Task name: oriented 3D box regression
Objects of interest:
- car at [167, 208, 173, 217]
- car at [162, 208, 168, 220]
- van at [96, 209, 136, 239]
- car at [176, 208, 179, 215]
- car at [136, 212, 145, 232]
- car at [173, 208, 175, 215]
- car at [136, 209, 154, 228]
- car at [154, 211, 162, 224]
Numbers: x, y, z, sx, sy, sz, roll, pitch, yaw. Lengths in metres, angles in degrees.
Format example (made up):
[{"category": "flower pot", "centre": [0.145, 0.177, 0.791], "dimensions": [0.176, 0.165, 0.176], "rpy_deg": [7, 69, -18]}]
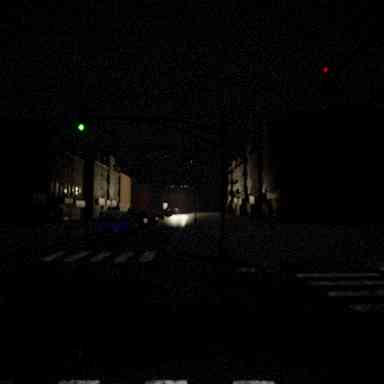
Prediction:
[{"category": "car", "centre": [-5.140, 4.106, 62.669], "dimensions": [1.887, 1.381, 4.507], "rpy_deg": [1, -3, 0]}, {"category": "car", "centre": [-5.173, 3.669, 52.097], "dimensions": [1.802, 1.307, 4.206], "rpy_deg": [2, -2, 0]}, {"category": "van", "centre": [-5.255, 2.183, 22.666], "dimensions": [1.690, 1.788, 3.998], "rpy_deg": [2, -2, 0]}, {"category": "car", "centre": [-5.077, 5.103, 83.807], "dimensions": [2.008, 1.369, 4.403], "rpy_deg": [1, -3, 0]}, {"category": "car", "centre": [-5.251, 2.529, 25.975], "dimensions": [2.008, 1.369, 4.403], "rpy_deg": [2, -2, 0]}, {"category": "car", "centre": [-5.122, 4.244, 67.958], "dimensions": [1.967, 1.590, 4.097], "rpy_deg": [1, -3, 0]}, {"category": "car", "centre": [-5.229, 2.499, 30.966], "dimensions": [2.192, 1.841, 5.009], "rpy_deg": [2, -2, 0]}, {"category": "car", "centre": [-5.204, 3.173, 41.527], "dimensions": [1.887, 1.381, 4.507], "rpy_deg": [2, -2, 0]}]
